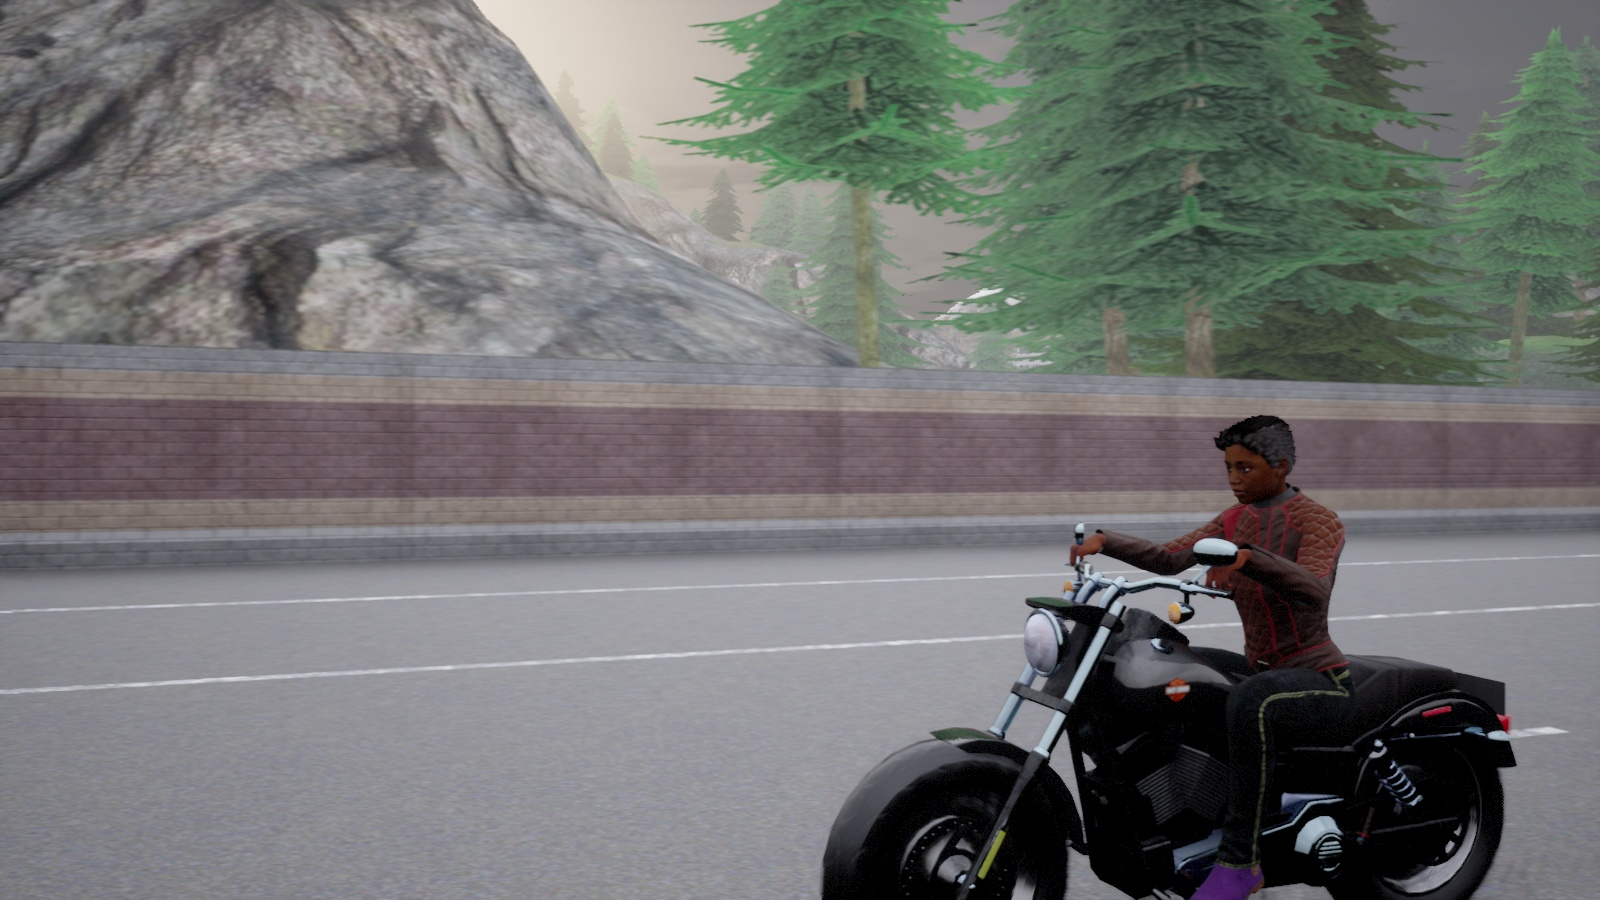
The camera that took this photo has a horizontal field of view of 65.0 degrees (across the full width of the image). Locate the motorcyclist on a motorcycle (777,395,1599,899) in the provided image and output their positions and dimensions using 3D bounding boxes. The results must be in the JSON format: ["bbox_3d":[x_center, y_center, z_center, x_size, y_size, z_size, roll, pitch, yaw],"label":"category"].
[{"bbox_3d":[1.179,0.677,3.686,2.350,1.649,0.766,-1,1,-21],"label":"motorcyclist on a motorcycle"}]
